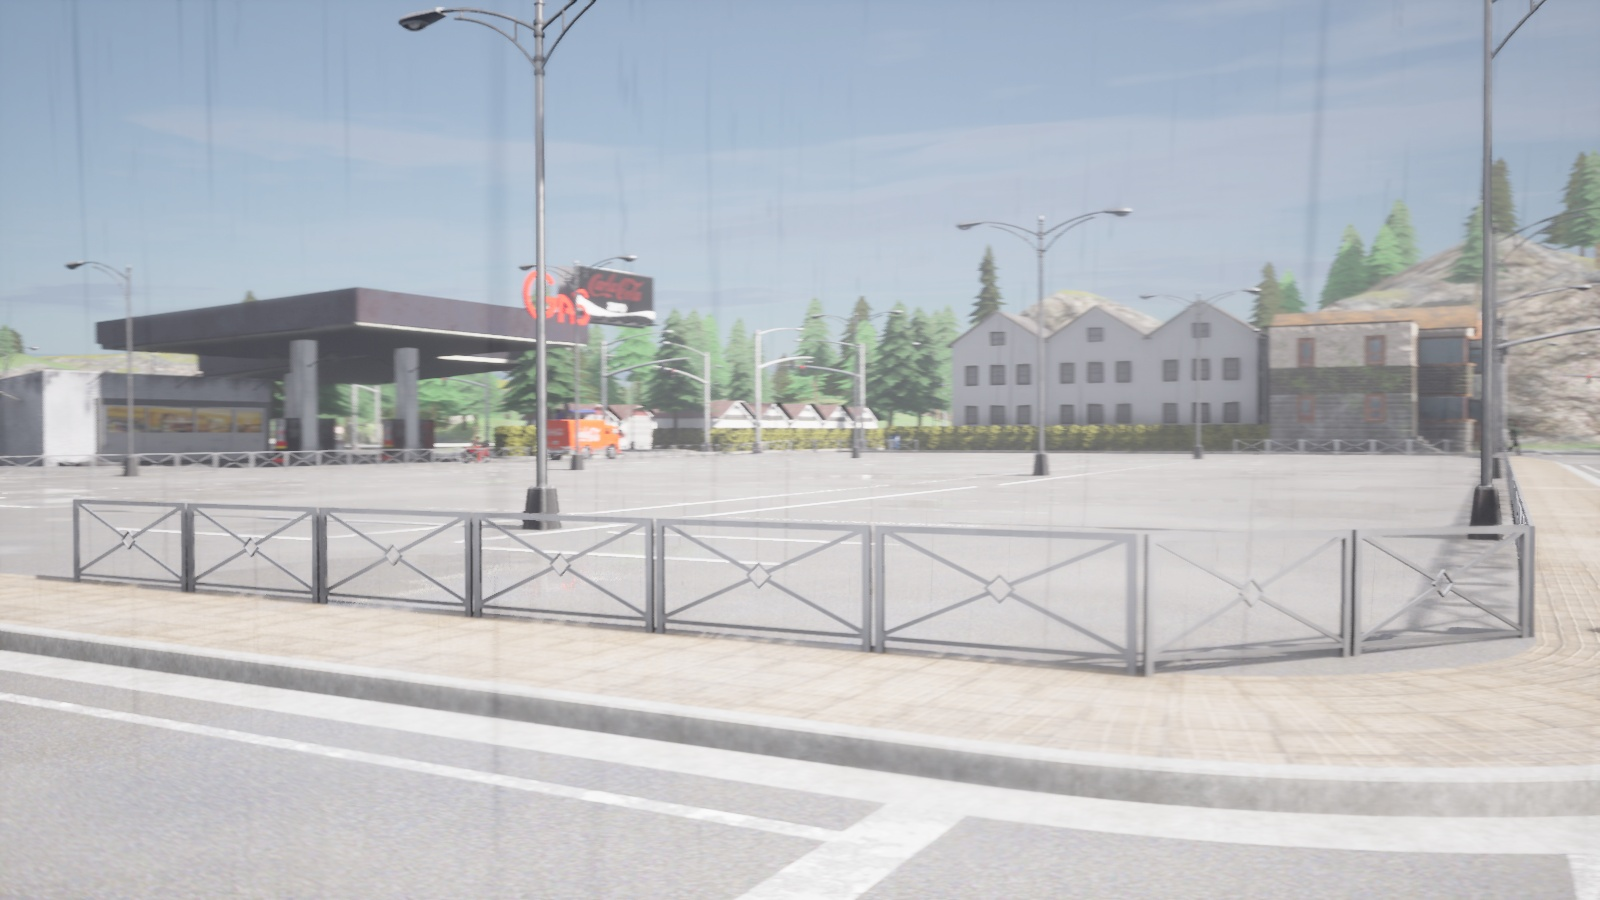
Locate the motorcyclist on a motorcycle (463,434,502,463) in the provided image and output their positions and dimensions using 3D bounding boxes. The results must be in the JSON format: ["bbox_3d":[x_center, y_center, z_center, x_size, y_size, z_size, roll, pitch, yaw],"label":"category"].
[{"bbox_3d":[-16.945,-0.114,67.042,0.797,1.523,2.044,1,1,30],"label":"motorcyclist on a motorcycle"}]

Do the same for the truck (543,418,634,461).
[{"bbox_3d":[-12.516,-0.662,74.778,2.627,2.467,5.204,1,1,30],"label":"truck"}]

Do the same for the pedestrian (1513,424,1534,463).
[{"bbox_3d":[35.898,-0.325,62.276,0.423,1.949,0.788,0,1,-20],"label":"pedestrian"}]
